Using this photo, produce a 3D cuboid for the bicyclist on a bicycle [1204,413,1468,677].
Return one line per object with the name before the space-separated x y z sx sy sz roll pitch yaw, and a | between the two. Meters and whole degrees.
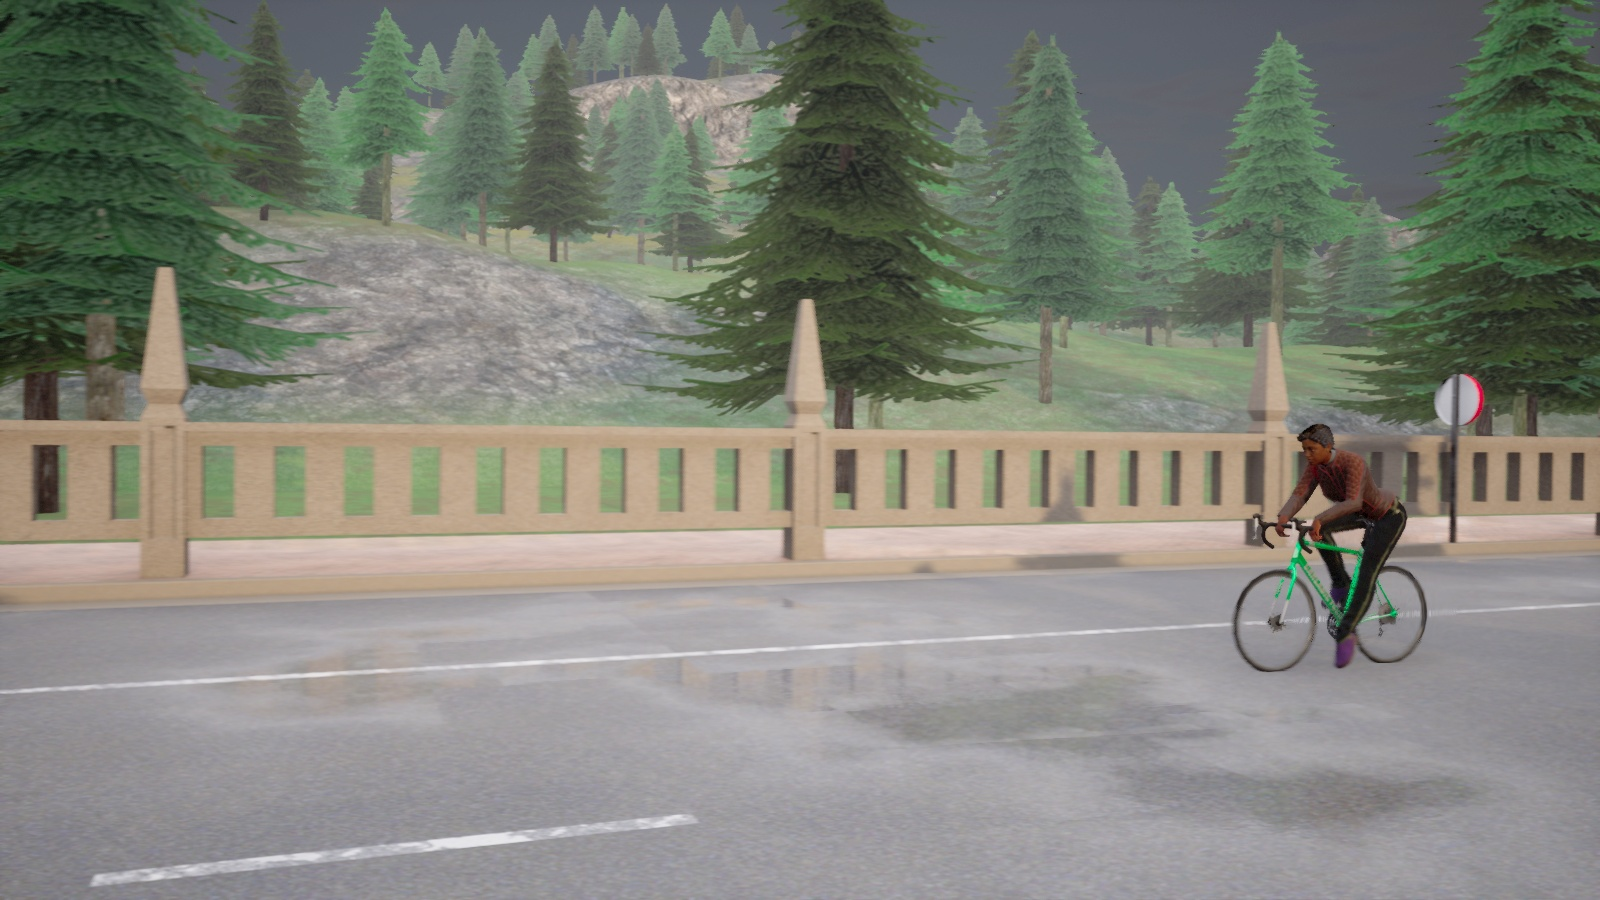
bicyclist on a bicycle | 3.561 0.577 8.335 1.656 1.620 0.582 -1 1 -21
